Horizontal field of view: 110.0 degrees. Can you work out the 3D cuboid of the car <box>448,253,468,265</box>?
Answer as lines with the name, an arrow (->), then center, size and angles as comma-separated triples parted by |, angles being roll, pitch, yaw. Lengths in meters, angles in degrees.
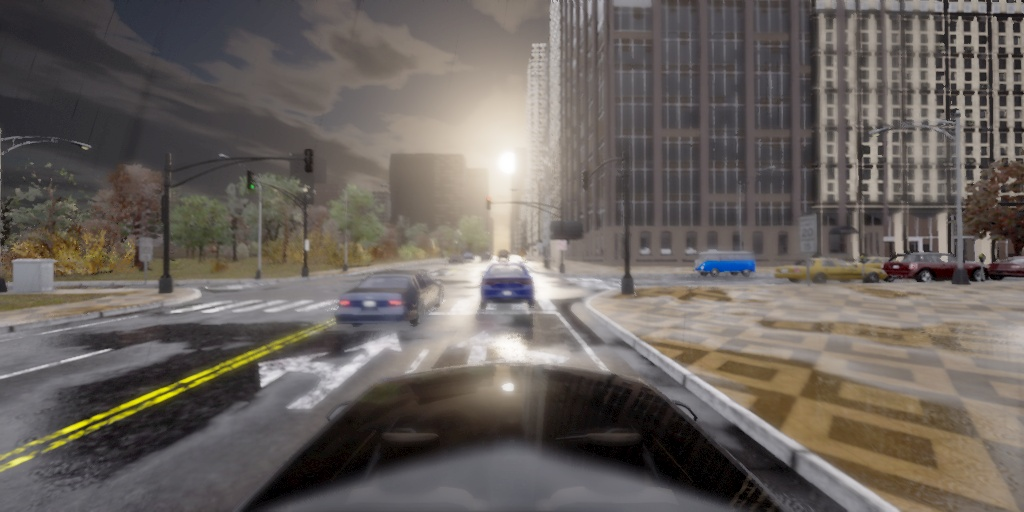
car -> -7.676, 0.484, 49.934 | 1.994, 1.385, 4.181 | 0, 1, -1

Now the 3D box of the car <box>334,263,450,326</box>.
car -> -3.378, 1.130, 10.936 | 2.033, 1.411, 5.357 | 0, 1, -1

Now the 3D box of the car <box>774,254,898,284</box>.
car -> 15.978, 0.693, 18.027 | 4.829, 1.417, 1.751 | 0, 0, -2

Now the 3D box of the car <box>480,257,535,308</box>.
car -> -0.182, 0.993, 13.935 | 1.882, 1.535, 5.008 | 0, 1, -1

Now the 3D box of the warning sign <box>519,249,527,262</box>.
warning sign -> 1.647, -0.070, 54.657 | 1.300, 1.860, 1.060 | 0, 0, -1

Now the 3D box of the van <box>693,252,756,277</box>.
van -> 15.412, 0.580, 26.037 | 3.998, 1.789, 1.690 | 0, 0, -2

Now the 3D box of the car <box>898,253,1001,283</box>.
car -> 21.389, 0.556, 18.218 | 4.097, 1.591, 1.967 | 0, 0, -2

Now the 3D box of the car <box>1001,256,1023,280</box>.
car -> 26.970, 0.647, 18.417 | 4.207, 1.307, 1.802 | 0, 0, -2
